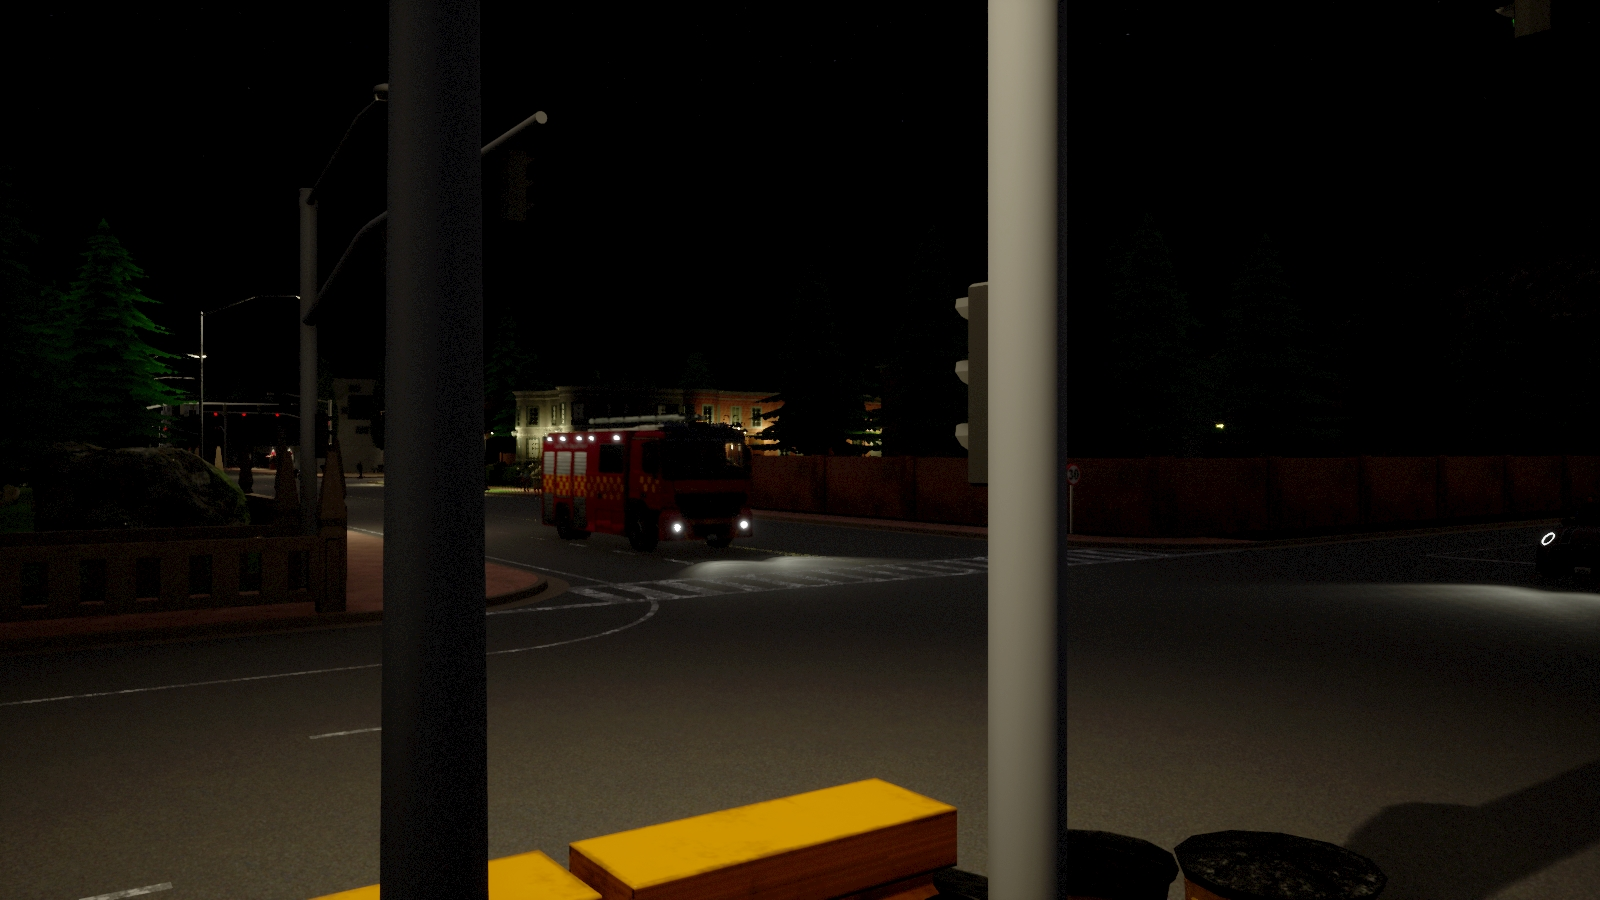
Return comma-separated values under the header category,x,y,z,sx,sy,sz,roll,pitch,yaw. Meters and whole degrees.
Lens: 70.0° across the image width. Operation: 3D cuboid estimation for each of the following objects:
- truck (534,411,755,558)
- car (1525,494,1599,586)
category,x,y,z,sx,sy,sz,roll,pitch,yaw
truck,-4.862,0.890,33.900,2.891,3.827,8.468,0,0,-35
car,18.010,1.906,24.946,4.553,1.767,2.097,0,0,-35
